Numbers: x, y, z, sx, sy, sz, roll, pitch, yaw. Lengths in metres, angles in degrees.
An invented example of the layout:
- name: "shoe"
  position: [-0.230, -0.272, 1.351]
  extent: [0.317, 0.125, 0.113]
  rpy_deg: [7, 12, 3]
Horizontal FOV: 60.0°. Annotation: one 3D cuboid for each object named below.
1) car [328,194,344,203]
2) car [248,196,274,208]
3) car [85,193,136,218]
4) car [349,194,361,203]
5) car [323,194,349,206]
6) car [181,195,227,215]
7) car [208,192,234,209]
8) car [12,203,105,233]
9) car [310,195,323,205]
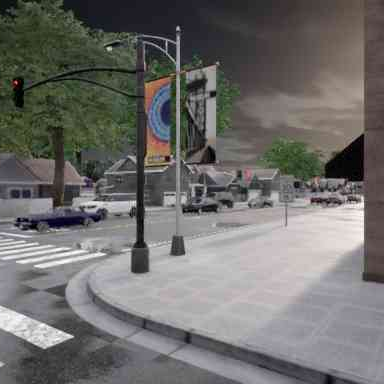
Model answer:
- name: "car"
  position: [26.664, 1.146, 61.473]
  extent: [1.837, 1.490, 4.892]
  rpy_deg: [0, 0, 36]
- name: "car"
  position: [8.759, 1.258, 42.315]
  extent: [2.128, 1.511, 4.902]
  rpy_deg: [0, 0, 36]
- name: "car"
  position: [-6.465, 1.104, 26.632]
  extent: [2.150, 2.045, 5.566]
  rpy_deg: [0, 0, 37]
- name: "car"
  position: [28.276, 1.155, 58.143]
  extent: [1.837, 1.490, 4.892]
  rpy_deg: [0, 0, 36]
- name: "car"
  position: [20.566, 1.214, 47.355]
  extent: [1.837, 1.490, 4.892]
  rpy_deg: [0, -1, 36]
- name: "car"
  position: [0.970, 1.315, 31.460]
  extent: [1.882, 1.535, 5.008]
  rpy_deg: [0, 0, 36]
- name: "car"
  position: [2.960, 1.017, 39.802]
  extent: [2.150, 2.045, 5.566]
  rpy_deg: [0, 0, 35]
- name: "car"
  position: [-7.702, 1.522, 19.346]
  extent: [1.895, 1.301, 4.718]
  rpy_deg: [0, 0, 36]
- name: "car"
  position: [20.029, 1.171, 52.192]
  extent: [1.882, 1.535, 5.008]
  rpy_deg: [0, 0, 36]
